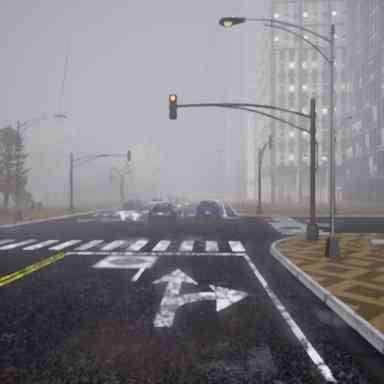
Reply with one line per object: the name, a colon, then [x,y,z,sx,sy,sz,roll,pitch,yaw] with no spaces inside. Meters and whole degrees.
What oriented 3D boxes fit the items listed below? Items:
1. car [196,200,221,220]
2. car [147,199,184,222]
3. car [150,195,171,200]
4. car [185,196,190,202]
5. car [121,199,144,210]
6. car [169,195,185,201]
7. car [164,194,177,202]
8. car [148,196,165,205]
car: [1.427,1.420,28.169,1.882,1.535,5.008,1,0,4]
car: [-2.059,1.505,25.414,1.994,1.385,4.181,0,0,4]
car: [-4.222,1.483,41.698,1.812,1.442,4.674,0,0,5]
car: [-1.582,1.524,72.738,1.895,1.301,4.718,0,0,5]
car: [-7.453,1.557,42.071,1.895,1.301,4.718,0,0,5]
car: [-2.926,1.441,57.324,2.128,1.511,4.902,0,0,5]
car: [-4.751,1.282,73.860,2.097,1.767,4.553,0,0,5]
car: [-6.106,1.494,58.235,2.033,1.411,5.357,0,0,5]
